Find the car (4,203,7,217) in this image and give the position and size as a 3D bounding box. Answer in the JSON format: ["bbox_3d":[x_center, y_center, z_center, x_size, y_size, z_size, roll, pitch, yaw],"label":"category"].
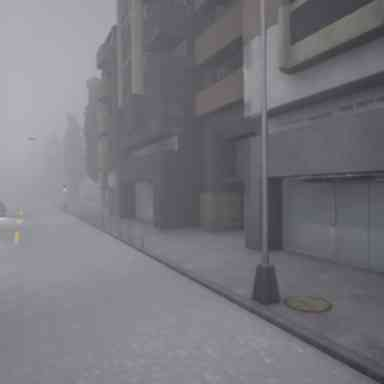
[{"bbox_3d":[-17.022,1.406,28.469,1.994,1.385,4.181,-1,1,-26],"label":"car"}]

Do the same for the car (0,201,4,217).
[{"bbox_3d":[-12.576,1.392,19.490,2.128,1.511,4.902,-1,1,-26],"label":"car"}]
